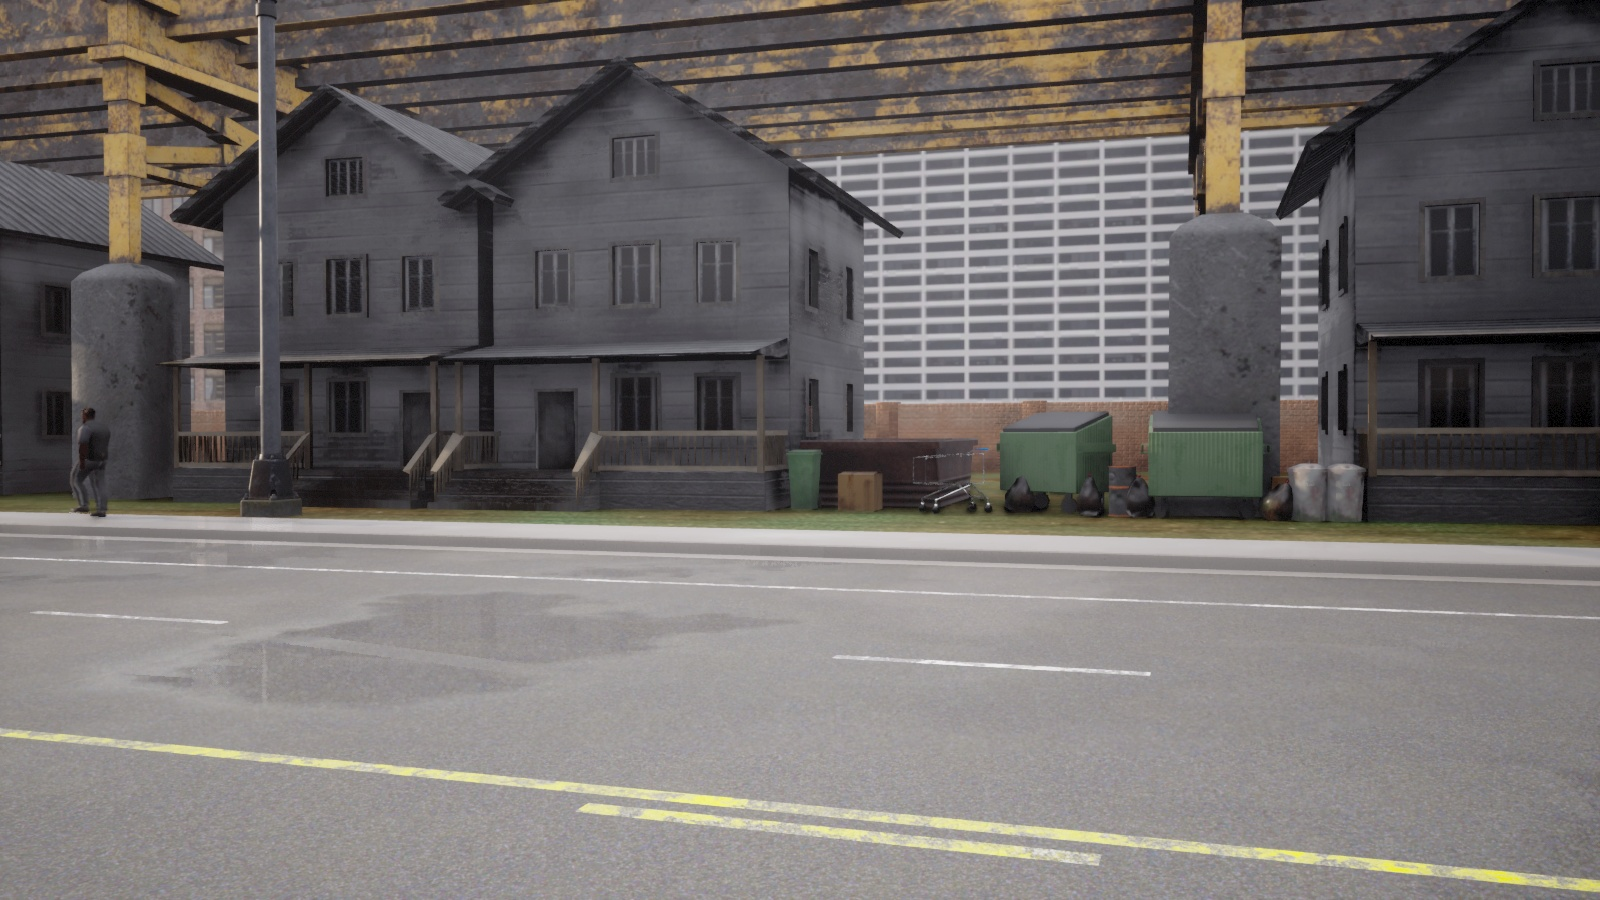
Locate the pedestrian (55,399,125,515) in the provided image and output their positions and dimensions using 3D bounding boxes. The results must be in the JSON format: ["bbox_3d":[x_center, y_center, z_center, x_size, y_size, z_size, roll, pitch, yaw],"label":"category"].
[{"bbox_3d":[-11.685,0.107,20.674,0.849,1.883,0.563,0,1,14],"label":"pedestrian"}]
